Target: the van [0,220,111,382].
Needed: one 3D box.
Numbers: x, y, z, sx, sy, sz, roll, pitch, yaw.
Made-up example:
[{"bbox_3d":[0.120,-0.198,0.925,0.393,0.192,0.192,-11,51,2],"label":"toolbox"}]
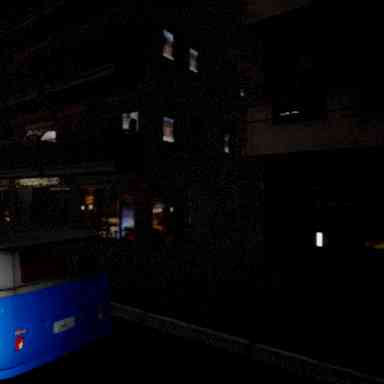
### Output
[{"bbox_3d":[-3.026,1.342,5.035,3.998,1.788,1.690,0,0,35],"label":"van"}]
